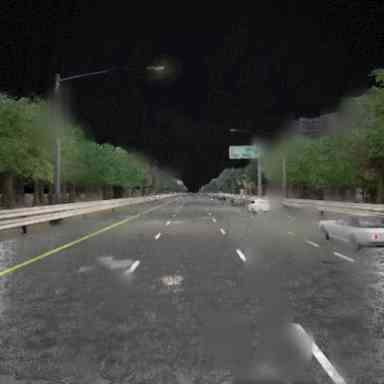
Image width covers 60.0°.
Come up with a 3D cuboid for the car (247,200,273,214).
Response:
[{"bbox_3d":[7.065,1.529,34.840,1.812,1.442,4.674,0,0,0],"label":"car"}]

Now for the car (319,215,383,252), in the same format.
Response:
[{"bbox_3d":[7.010,1.602,13.926,1.895,1.301,4.718,0,0,0],"label":"car"}]

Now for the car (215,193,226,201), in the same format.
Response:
[{"bbox_3d":[7.327,1.443,82.835,1.837,1.490,4.892,0,0,0],"label":"car"}]

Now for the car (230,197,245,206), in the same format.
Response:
[{"bbox_3d":[7.151,1.472,52.706,2.128,1.511,4.902,0,0,0],"label":"car"}]
